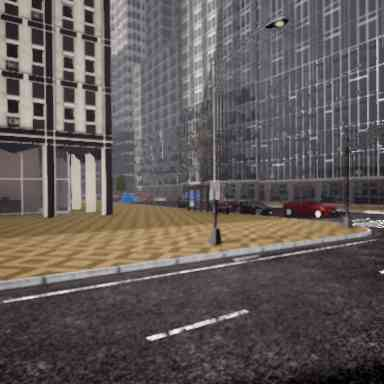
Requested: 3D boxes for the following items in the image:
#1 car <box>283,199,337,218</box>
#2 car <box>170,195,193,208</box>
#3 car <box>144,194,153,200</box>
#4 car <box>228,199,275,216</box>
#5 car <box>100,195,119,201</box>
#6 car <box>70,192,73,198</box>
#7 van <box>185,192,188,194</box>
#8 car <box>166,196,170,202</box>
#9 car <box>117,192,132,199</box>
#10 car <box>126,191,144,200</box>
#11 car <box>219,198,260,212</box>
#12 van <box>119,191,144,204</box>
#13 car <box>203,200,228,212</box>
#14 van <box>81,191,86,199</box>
[{"bbox_3d":[10.441,1.390,29.754,1.882,1.535,5.008,-1,1,-34],"label":"car"},{"bbox_3d":[-0.482,1.375,41.092,1.947,1.339,4.313,0,1,-34],"label":"car"},{"bbox_3d":[-9.539,1.013,69.315,1.802,1.307,4.206,0,1,-34],"label":"car"},{"bbox_3d":[5.865,1.478,31.660,1.947,1.339,4.313,0,1,-34],"label":"car"},{"bbox_3d":[-16.461,1.098,64.590,2.008,1.369,4.403,0,1,-34],"label":"car"},{"bbox_3d":[-29.279,0.773,83.365,1.967,1.590,4.097,0,1,-34],"label":"car"},{"bbox_3d":[0.075,0.931,55.230,1.690,1.788,3.998,0,1,-34],"label":"van"},{"bbox_3d":[-3.130,1.119,59.927,1.802,1.307,4.206,0,1,-34],"label":"car"},{"bbox_3d":[-15.949,0.764,78.701,1.967,1.590,4.097,0,1,-34],"label":"car"},{"bbox_3d":[-12.744,0.692,74.006,2.192,1.841,5.009,0,1,-34],"label":"car"},{"bbox_3d":[5.231,1.430,37.403,1.895,1.301,4.718,-1,1,-34],"label":"car"},{"bbox_3d":[-10.050,0.994,55.200,1.690,1.788,3.998,0,1,-34],"label":"van"},{"bbox_3d":[2.674,1.443,36.366,1.802,1.307,4.206,0,1,-34],"label":"car"},{"bbox_3d":[-26.074,0.727,78.670,1.690,1.788,3.998,0,1,-34],"label":"van"}]
